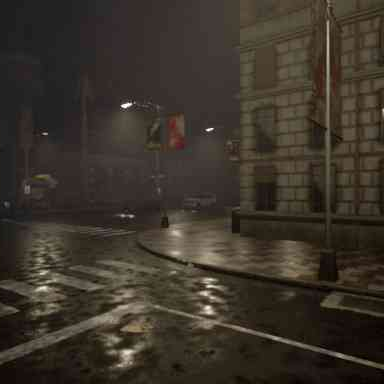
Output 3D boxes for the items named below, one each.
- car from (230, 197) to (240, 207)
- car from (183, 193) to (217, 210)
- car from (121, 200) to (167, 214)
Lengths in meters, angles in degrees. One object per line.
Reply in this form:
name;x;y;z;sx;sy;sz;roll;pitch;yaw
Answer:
car;7.924;1.477;51.635;5.008;1.535;1.882;0;0;-43
car;1.100;1.221;43.866;2.150;2.045;5.566;0;0;37
car;-5.014;1.547;35.613;2.033;1.411;5.357;0;0;36
